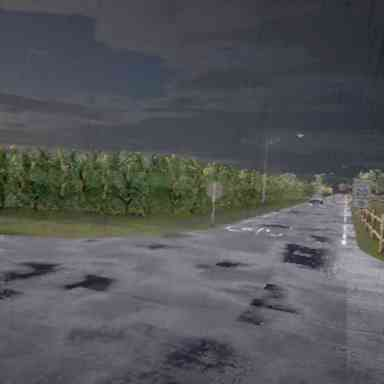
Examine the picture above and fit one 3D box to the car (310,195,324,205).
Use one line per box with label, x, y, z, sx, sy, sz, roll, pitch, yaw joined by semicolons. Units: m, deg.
car;19.806;1.189;52.455;2.033;1.411;5.357;4;2;25
